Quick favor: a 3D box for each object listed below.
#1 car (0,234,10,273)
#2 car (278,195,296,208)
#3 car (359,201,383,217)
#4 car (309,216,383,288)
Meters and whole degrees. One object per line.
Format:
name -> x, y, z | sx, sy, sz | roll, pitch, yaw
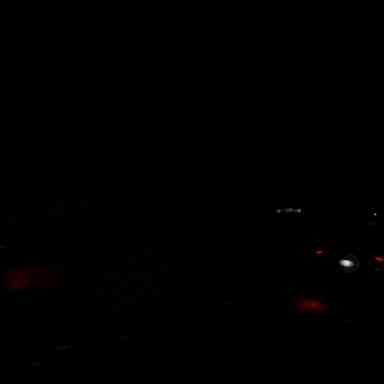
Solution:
car -> -7.059, 1.547, 7.687 | 5.008, 1.535, 1.882 | 0, 0, -37
car -> 15.032, 1.460, 52.347 | 2.150, 2.045, 5.566 | 0, -1, 25
car -> 16.348, 1.620, 30.010 | 1.837, 1.490, 4.892 | 0, 0, 25
car -> 4.830, 1.601, 9.098 | 1.994, 1.385, 4.181 | 0, 0, 41
